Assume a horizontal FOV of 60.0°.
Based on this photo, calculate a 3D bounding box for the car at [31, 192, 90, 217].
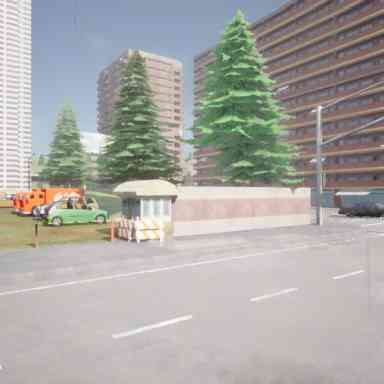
[{"bbox_3d":[-9.461,1.172,25.546,4.605,1.855,1.932,0,0,-35],"label":"car"}]

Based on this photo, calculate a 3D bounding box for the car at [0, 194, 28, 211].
[{"bbox_3d":[-24.520,1.394,44.116,4.193,1.474,1.816,0,0,-35],"label":"car"}]

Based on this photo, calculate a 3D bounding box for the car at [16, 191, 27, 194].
[{"bbox_3d":[-25.799,1.204,46.638,3.866,1.878,1.905,0,0,-35],"label":"car"}]

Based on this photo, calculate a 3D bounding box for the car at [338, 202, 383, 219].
[{"bbox_3d":[15.411,1.603,28.575,2.033,1.411,5.357,0,0,-35],"label":"car"}]

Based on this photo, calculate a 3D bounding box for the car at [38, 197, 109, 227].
[{"bbox_3d":[-7.437,1.341,21.496,3.988,1.617,1.851,0,0,-35],"label":"car"}]
